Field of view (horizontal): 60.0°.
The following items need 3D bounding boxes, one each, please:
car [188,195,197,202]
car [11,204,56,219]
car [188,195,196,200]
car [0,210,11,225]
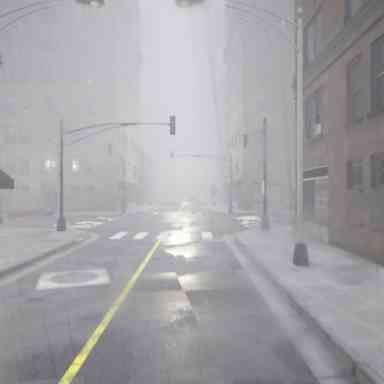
[{"bbox_3d":[0.039,1.418,71.989,2.033,1.411,5.357,0,0,0],"label":"car"},{"bbox_3d":[-14.561,1.741,30.254,4.206,1.307,1.802,-1,0,0],"label":"car"},{"bbox_3d":[0.045,1.293,82.442,1.895,1.301,4.718,0,0,0],"label":"car"},{"bbox_3d":[-14.569,1.701,21.729,4.206,1.307,1.802,-1,0,0],"label":"car"}]
